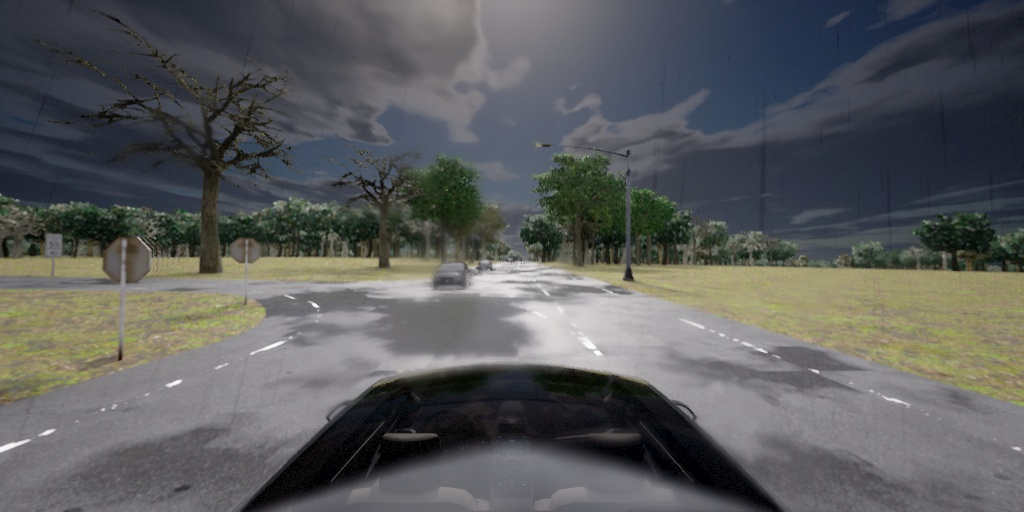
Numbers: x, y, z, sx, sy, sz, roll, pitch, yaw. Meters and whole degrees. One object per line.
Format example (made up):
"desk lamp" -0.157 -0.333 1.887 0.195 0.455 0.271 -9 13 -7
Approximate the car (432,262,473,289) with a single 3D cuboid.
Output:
"car" -3.481 1.127 21.688 1.837 1.490 4.892 1 -1 0

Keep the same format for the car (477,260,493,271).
"car" -3.521 1.207 47.190 1.812 1.442 4.674 0 0 0
